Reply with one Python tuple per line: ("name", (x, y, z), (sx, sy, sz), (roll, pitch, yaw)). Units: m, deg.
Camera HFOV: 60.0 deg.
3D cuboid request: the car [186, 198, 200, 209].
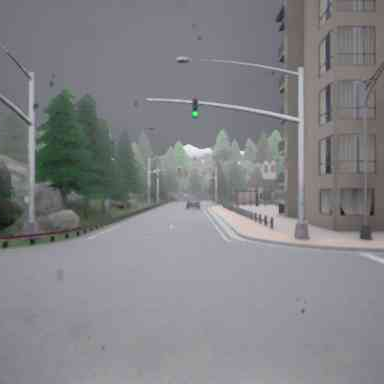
("car", (0.207, 1.660, 50.469), (2.097, 1.767, 4.553), (0, 0, 1))
